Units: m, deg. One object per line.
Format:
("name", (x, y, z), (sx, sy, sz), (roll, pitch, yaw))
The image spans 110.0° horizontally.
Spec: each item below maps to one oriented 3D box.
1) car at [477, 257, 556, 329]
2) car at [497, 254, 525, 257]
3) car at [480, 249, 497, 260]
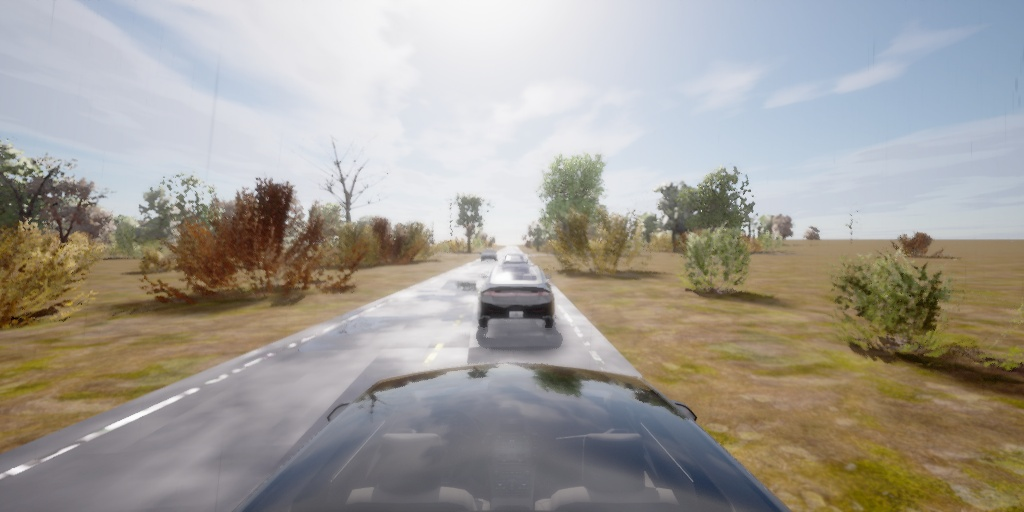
("car", (0.126, 0.969, 10.157), (2.128, 1.511, 4.902), (0, 2, 1))
("car", (0.249, 0.528, 25.343), (2.033, 1.411, 5.357), (0, 2, 1))
("car", (-2.758, -0.104, 43.766), (1.812, 1.442, 4.674), (0, 2, 1))
